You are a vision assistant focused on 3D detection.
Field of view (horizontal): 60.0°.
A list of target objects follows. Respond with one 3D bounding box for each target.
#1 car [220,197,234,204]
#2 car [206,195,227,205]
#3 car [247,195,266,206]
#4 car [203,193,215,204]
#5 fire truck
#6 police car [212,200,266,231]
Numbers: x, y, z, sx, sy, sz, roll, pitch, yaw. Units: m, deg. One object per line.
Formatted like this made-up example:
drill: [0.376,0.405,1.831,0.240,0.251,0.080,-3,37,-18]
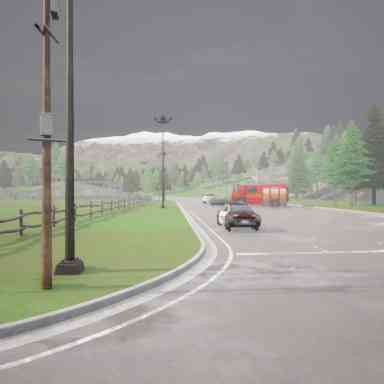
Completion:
car: [6.836,1.601,65.039,1.895,1.301,4.718,0,0,-4]
car: [4.012,1.564,54.740,1.994,1.385,4.181,0,0,-4]
car: [10.905,1.352,56.702,2.097,1.767,4.553,0,0,-4]
car: [3.344,1.221,64.805,2.150,2.045,5.566,0,0,-4]
fire truck: [10.366,0.345,50.921,8.468,3.827,2.891,0,0,21]
police car: [2.786,1.509,20.939,2.038,1.542,4.974,0,0,-4]
